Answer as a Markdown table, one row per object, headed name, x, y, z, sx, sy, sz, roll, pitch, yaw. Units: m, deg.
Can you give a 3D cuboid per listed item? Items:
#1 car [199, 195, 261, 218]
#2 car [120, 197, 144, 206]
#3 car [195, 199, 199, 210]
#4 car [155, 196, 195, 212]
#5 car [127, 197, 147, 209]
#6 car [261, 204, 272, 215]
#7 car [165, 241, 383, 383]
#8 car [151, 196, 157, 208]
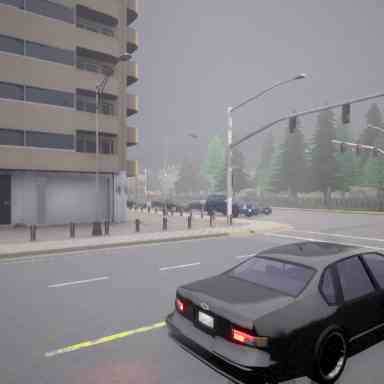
| name | x | y | z | sx | sy | sz | roll | pitch | yaw |
| --- | --- | --- | --- | --- | --- | --- | --- | --- | --- |
| car | 3.488 | 1.277 | 31.624 | 2.150 | 2.045 | 5.566 | 0 | 0 | -36 |
| car | -10.339 | 1.603 | 56.893 | 2.033 | 1.411 | 5.357 | 0 | 0 | -35 |
| car | 1.077 | 1.581 | 40.976 | 1.812 | 1.442 | 4.674 | 0 | 0 | -36 |
| car | -2.106 | 1.560 | 39.393 | 1.837 | 1.490 | 4.892 | 0 | 0 | -36 |
| car | -8.185 | 1.560 | 47.846 | 1.837 | 1.490 | 4.892 | 0 | 0 | -36 |
| car | 6.110 | 1.619 | 33.974 | 1.994 | 1.385 | 4.181 | 0 | 0 | -36 |
| car | 2.217 | 1.547 | 5.361 | 5.357 | 1.411 | 2.033 | 0 | 0 | -35 |
| car | -4.164 | 1.407 | 48.252 | 2.097 | 1.767 | 4.553 | 0 | 0 | -36 |
